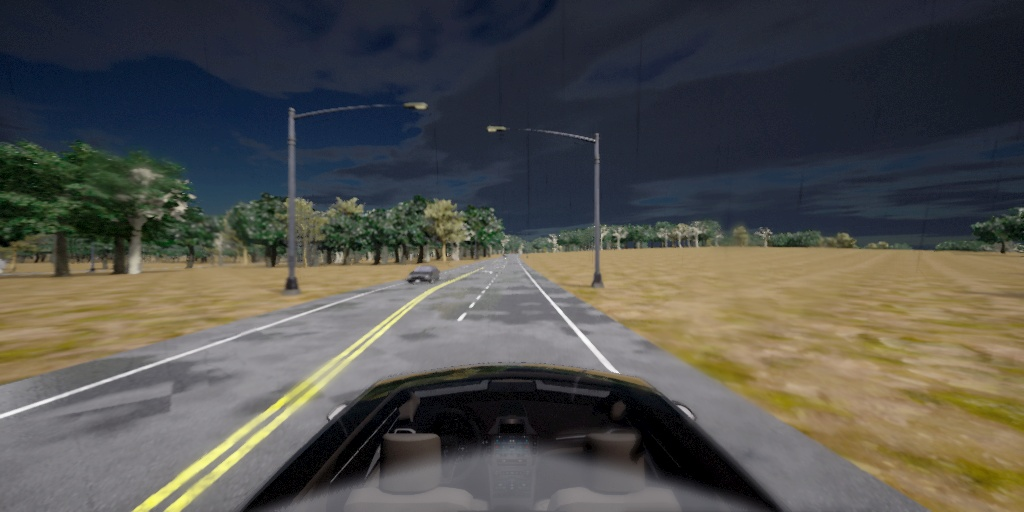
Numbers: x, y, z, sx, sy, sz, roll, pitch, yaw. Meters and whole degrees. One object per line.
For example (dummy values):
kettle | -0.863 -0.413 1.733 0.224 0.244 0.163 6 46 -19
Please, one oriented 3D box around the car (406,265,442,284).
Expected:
car | -6.979 1.465 29.047 2.033 1.411 5.357 0 0 -1
